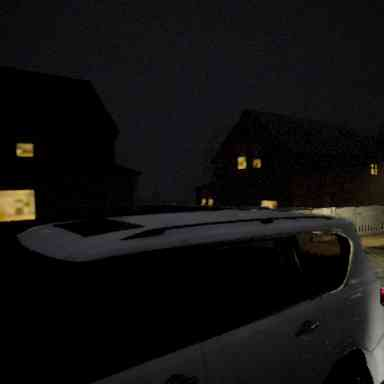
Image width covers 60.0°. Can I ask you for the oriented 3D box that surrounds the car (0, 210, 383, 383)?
[{"bbox_3d":[-0.597,1.222,2.641,5.566,2.045,2.150,0,0,-35],"label":"car"}]
